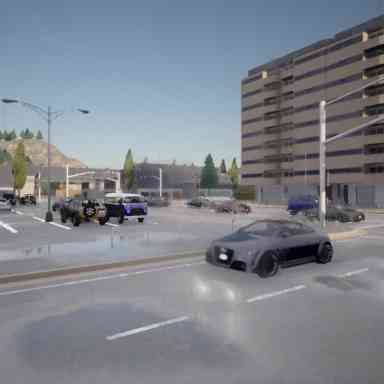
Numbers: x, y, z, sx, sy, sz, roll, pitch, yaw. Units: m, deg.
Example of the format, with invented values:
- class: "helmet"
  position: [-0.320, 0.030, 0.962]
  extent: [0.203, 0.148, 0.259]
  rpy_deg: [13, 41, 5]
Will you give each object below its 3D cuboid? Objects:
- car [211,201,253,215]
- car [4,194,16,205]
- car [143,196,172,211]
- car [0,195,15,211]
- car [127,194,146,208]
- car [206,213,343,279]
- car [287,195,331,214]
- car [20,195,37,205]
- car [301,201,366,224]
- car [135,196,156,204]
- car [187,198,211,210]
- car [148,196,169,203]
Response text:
- class: "car"
  position: [4.374, 1.619, 34.851]
  extent: [1.994, 1.385, 4.181]
  rpy_deg: [0, 0, -35]
- class: "car"
  position: [-29.688, 1.212, 53.706]
  extent: [1.905, 1.878, 3.866]
  rpy_deg: [0, 0, -35]
- class: "car"
  position: [-4.684, 1.656, 47.618]
  extent: [1.895, 1.301, 4.718]
  rpy_deg: [0, 0, -35]
- class: "car"
  position: [-21.832, 1.451, 37.872]
  extent: [1.970, 1.475, 3.806]
  rpy_deg: [0, 0, -35]
- class: "car"
  position: [-9.291, 1.616, 60.293]
  extent: [2.033, 1.411, 5.357]
  rpy_deg: [0, 0, -35]
- class: "car"
  position: [2.452, 1.564, 10.171]
  extent: [4.181, 1.385, 1.994]
  rpy_deg: [0, 0, -36]
- class: "car"
  position: [11.488, 1.276, 30.876]
  extent: [2.150, 2.045, 5.566]
  rpy_deg: [0, 0, -35]
- class: "car"
  position: [-27.292, 1.209, 55.329]
  extent: [1.932, 1.855, 4.605]
  rpy_deg: [0, 0, -35]
- class: "car"
  position: [10.971, 1.618, 25.573]
  extent: [1.994, 1.385, 4.181]
  rpy_deg: [0, 0, -34]
- class: "car"
  position: [-9.309, 1.547, 66.534]
  extent: [2.128, 1.511, 4.902]
  rpy_deg: [0, 0, -35]
- class: "car"
  position: [1.274, 1.561, 45.260]
  extent: [1.837, 1.490, 4.892]
  rpy_deg: [0, 0, -35]
- class: "car"
  position: [-6.997, 1.546, 69.324]
  extent: [2.128, 1.511, 4.902]
  rpy_deg: [0, 0, -35]
